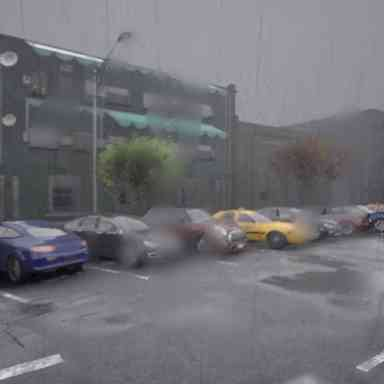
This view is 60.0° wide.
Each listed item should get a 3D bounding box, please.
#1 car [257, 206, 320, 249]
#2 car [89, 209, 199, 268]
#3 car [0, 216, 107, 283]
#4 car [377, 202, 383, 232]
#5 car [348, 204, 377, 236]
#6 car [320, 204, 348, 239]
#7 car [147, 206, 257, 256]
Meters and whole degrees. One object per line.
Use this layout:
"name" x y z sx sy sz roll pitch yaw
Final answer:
"car" 2.478 1.469 14.666 5.366 1.575 1.946 -1 -1 35
"car" -2.504 1.483 11.338 4.892 1.521 2.231 -1 -1 35
"car" -4.910 1.526 9.619 4.674 1.452 2.002 -1 0 35
"car" 9.550 1.464 19.902 5.008 1.535 2.097 -1 -1 35
"car" 7.118 1.497 18.205 4.792 1.488 2.163 -1 0 35
"car" 4.727 1.472 16.477 4.892 1.521 2.231 -1 -1 35
"car" -0.115 1.353 13.070 4.553 1.767 2.185 -1 -1 35
